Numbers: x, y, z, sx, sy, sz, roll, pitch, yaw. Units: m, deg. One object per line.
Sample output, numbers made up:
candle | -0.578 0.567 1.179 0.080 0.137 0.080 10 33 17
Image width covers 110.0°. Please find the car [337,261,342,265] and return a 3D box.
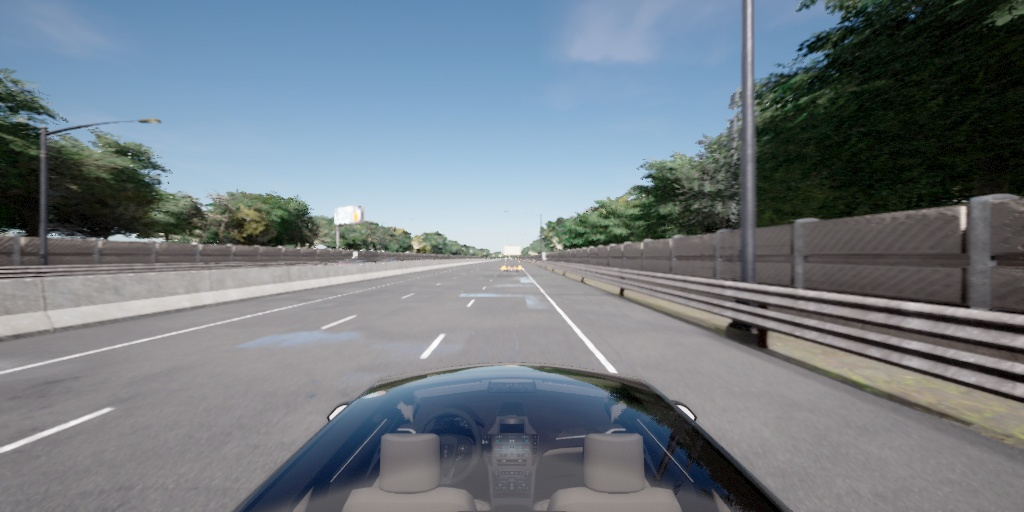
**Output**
car | -24.504 1.210 54.022 2.097 1.767 4.553 0 0 0

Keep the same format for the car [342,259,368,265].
car | -21.031 1.319 49.646 1.882 1.535 5.008 0 0 1

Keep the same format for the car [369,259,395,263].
car | -17.532 1.194 49.752 2.097 1.767 4.553 0 0 1

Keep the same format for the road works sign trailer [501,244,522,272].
road works sign trailer | 0.015 0.295 46.747 2.380 3.560 2.880 0 0 0
